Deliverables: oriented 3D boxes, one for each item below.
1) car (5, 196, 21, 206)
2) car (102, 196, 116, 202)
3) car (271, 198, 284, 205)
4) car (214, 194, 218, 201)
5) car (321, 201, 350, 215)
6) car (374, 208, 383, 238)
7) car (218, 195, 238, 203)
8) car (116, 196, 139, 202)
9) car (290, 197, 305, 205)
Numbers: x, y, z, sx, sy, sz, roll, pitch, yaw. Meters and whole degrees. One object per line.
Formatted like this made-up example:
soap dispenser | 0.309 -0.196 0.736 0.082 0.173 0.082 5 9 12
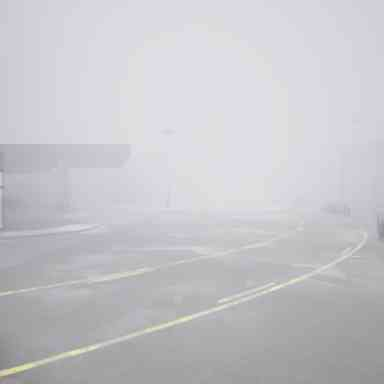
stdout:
car | -32.887 1.600 59.110 4.611 1.667 2.242 0 0 3
car | -19.998 1.874 83.262 4.892 1.490 1.837 0 0 3
car | 17.040 1.795 66.610 1.994 1.385 4.181 0 0 3
car | 7.662 1.828 91.793 1.882 1.535 5.008 0 0 3
car | 15.352 1.676 35.740 1.994 1.385 4.181 0 0 5
car | 10.760 1.540 17.396 2.128 1.511 4.902 0 0 28
car | 9.123 1.656 80.161 2.097 1.767 4.553 0 0 43
car | -14.957 1.704 79.531 4.553 1.767 2.097 0 0 3
car | 20.435 1.692 64.373 1.882 1.535 5.008 0 0 3
